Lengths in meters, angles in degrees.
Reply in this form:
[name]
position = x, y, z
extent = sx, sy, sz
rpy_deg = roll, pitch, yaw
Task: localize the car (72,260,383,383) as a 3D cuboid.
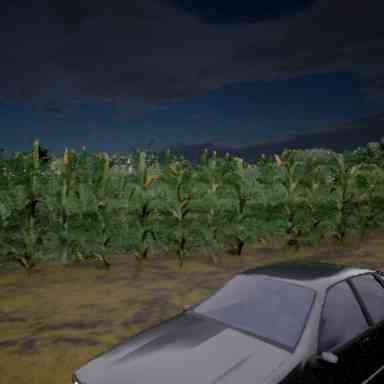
[car]
position = 1.334, 1.661, 4.147
extent = 5.357, 1.411, 2.033
rpy_deg = 0, -2, -40
